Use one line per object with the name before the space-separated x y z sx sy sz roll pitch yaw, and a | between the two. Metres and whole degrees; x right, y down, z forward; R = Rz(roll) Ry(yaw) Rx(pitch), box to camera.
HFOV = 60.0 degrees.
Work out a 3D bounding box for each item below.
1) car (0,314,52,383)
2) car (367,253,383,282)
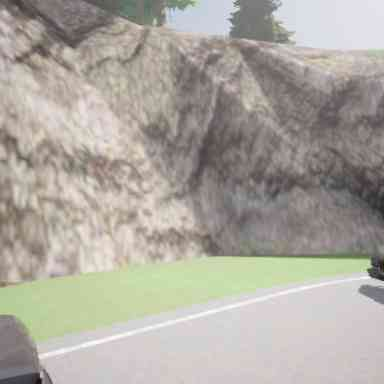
car | -3.506 1.539 1.536 5.357 1.411 2.033 0 0 -36
car | 6.974 1.596 7.800 5.357 1.411 2.033 0 0 -13
